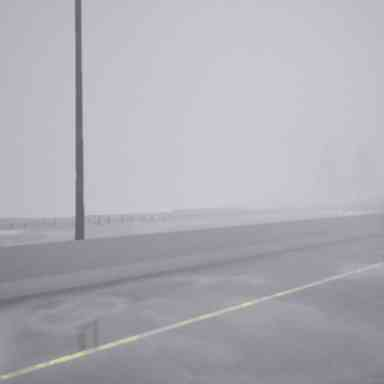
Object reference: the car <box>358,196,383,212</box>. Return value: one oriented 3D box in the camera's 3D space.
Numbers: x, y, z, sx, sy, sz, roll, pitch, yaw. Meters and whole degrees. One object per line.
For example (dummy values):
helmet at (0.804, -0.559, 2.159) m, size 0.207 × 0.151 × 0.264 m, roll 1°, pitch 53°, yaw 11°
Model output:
car at (25.765, 1.612, 46.052) m, size 5.566 × 2.045 × 2.150 m, roll 0°, pitch -1°, yaw -37°

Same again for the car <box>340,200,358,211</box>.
car at (23.658, 1.937, 48.835) m, size 5.008 × 1.535 × 1.882 m, roll 0°, pitch -1°, yaw -37°
